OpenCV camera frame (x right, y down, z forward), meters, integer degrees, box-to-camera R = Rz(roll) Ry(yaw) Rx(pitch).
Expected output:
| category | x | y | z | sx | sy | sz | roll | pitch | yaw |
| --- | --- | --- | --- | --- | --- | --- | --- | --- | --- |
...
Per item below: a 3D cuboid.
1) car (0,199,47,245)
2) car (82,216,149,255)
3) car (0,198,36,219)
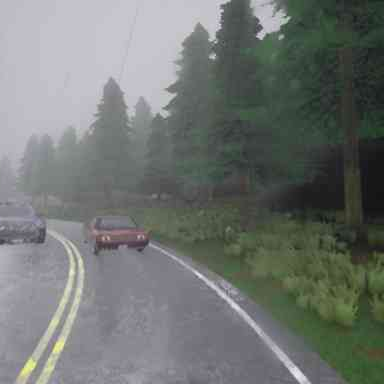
| category | x | y | z | sx | sy | sz | roll | pitch | yaw |
| --- | --- | --- | --- | --- | --- | --- | --- | --- | --- |
| car | -7.787 | 1.250 | 14.595 | 2.097 | 1.767 | 4.553 | 2 | 0 | -32 |
| car | -3.269 | 1.607 | 13.450 | 1.895 | 1.301 | 4.718 | 1 | -1 | -24 |
| car | -14.985 | 1.310 | 27.287 | 4.892 | 1.490 | 1.837 | 2 | -3 | 38 |
